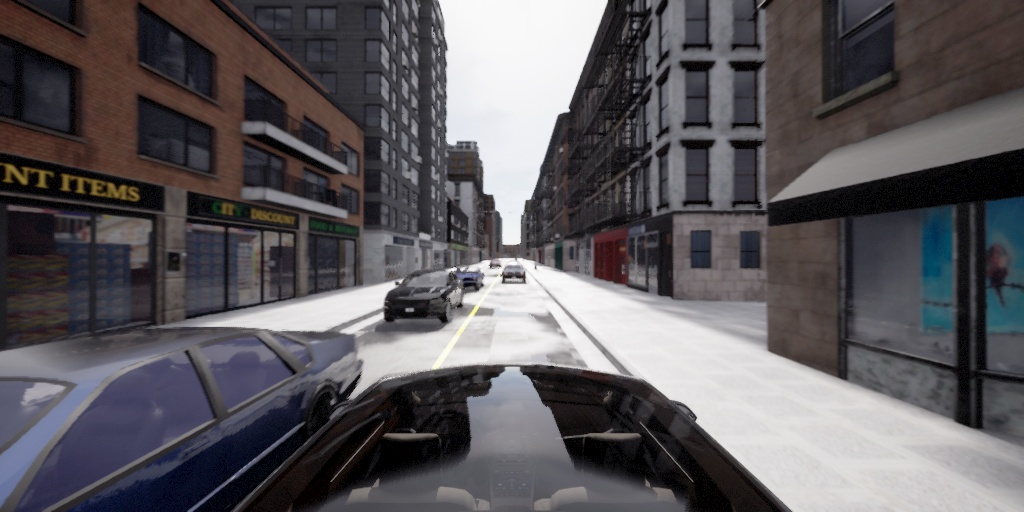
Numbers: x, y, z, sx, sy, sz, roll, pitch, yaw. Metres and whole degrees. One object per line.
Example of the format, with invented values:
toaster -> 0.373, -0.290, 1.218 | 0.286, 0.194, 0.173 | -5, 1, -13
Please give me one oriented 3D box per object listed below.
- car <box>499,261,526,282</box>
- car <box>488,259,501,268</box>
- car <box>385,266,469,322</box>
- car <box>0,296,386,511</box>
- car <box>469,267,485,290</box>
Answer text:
car -> 0.141, 1.332, 28.909 | 1.895, 1.301, 4.718 | 0, 0, 0
car -> -2.707, 1.212, 58.512 | 1.812, 1.442, 4.674 | 0, 0, 1
car -> -2.828, 1.219, 12.414 | 1.882, 1.535, 5.008 | 0, 0, 0
car -> -2.850, 1.294, 2.394 | 2.033, 1.411, 5.357 | 0, 0, 0
car -> -2.778, 1.335, 22.263 | 1.895, 1.301, 4.718 | 0, 0, 1
